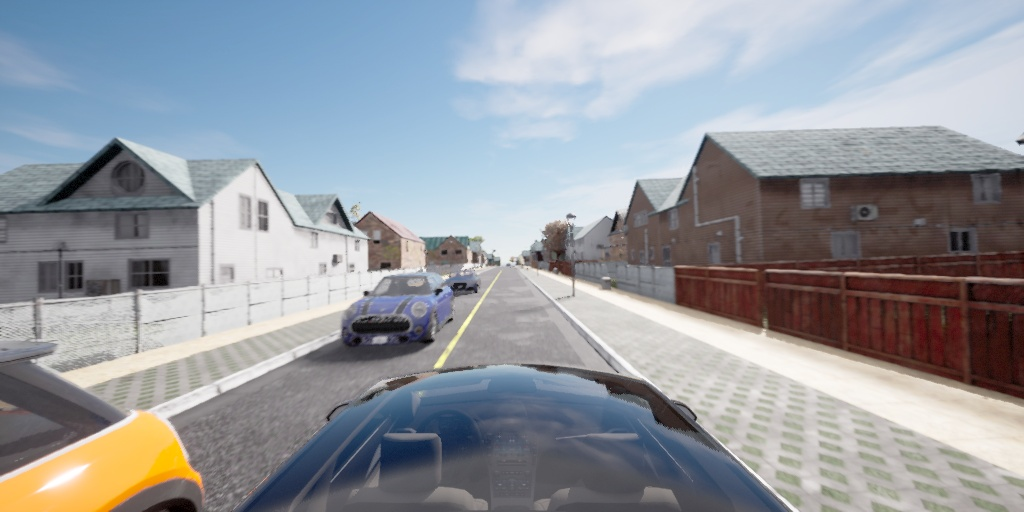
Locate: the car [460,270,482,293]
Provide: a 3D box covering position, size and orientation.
[{"bbox_3d":[-3.035,1.612,22.899,1.994,1.385,4.181,-2,0,0],"label":"car"}]

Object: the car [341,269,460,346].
[{"bbox_3d":[-2.930,1.269,10.101,2.097,1.767,4.553,-2,-1,-1],"label":"car"}]

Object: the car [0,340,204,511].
[{"bbox_3d":[-2.865,1.176,0.125,2.097,1.767,4.553,-2,0,0],"label":"car"}]
